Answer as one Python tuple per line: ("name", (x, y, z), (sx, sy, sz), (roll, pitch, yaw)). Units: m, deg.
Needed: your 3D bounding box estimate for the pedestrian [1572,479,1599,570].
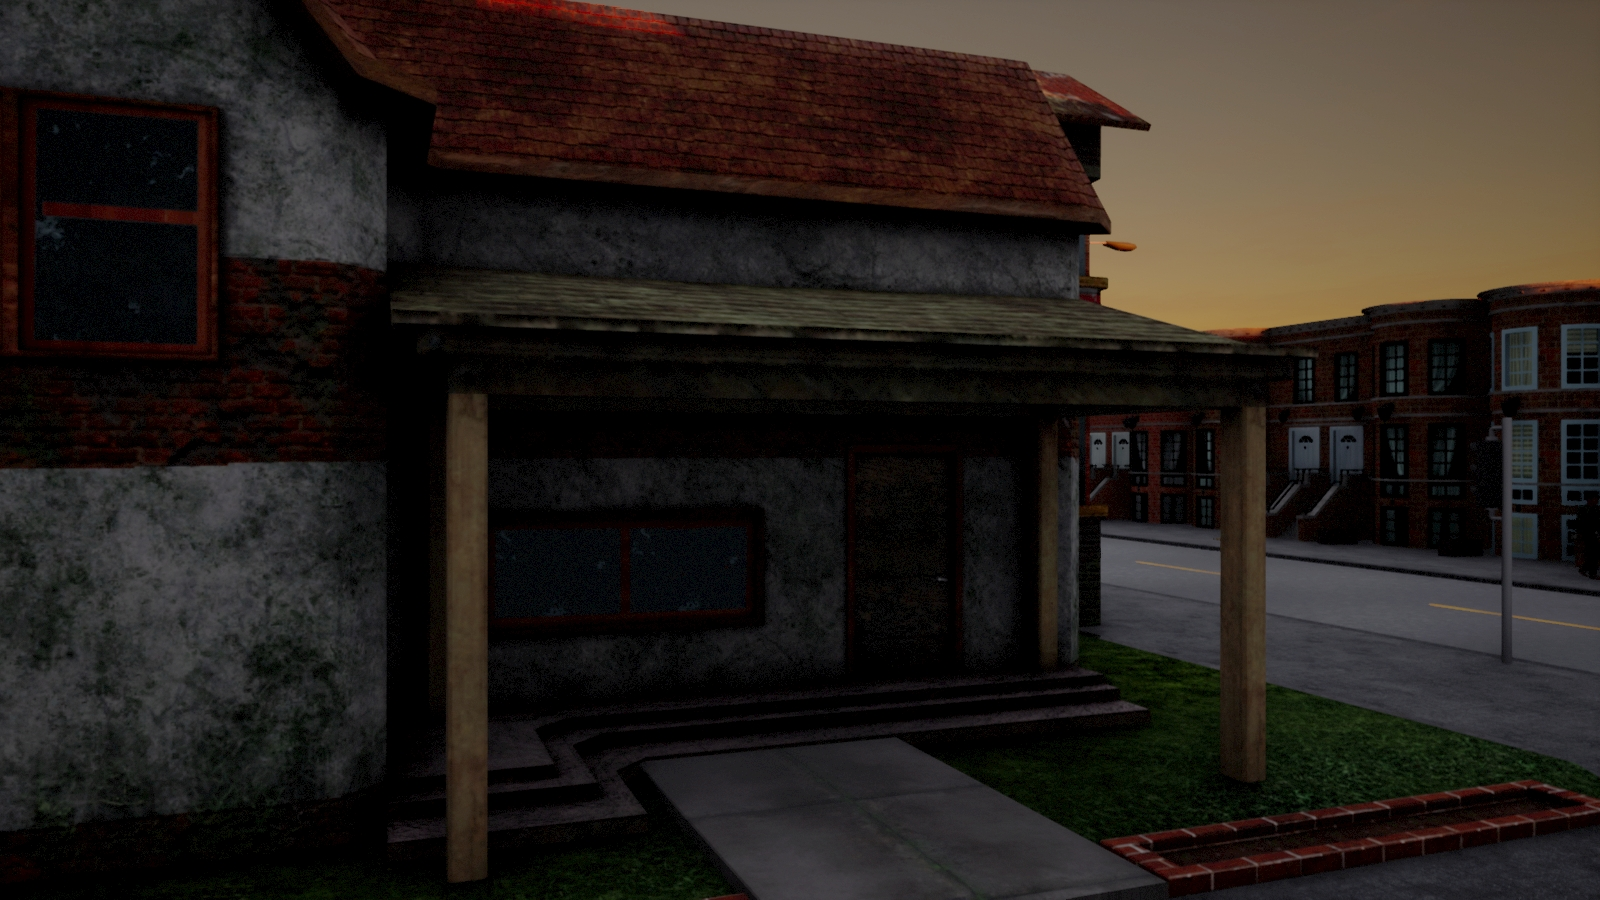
("pedestrian", (16.371, 1.532, 23.767), (0.375, 1.860, 0.375), (0, 0, -21))
